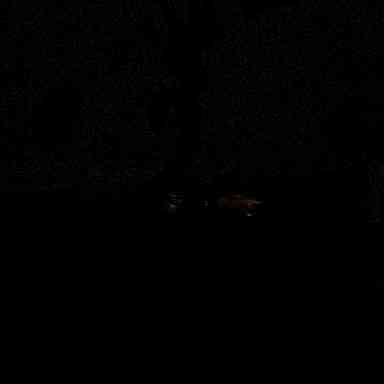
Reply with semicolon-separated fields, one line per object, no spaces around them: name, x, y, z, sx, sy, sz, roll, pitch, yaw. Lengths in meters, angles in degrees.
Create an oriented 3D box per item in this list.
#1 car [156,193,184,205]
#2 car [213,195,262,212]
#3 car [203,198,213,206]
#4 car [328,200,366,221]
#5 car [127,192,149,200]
car;-2.934;0.880;43.109;1.812;1.442;4.674;1;1;-36
car;4.624;1.061;32.505;1.882;1.535;5.008;1;0;-36
car;3.375;1.099;39.335;1.895;1.301;4.718;1;1;-36
car;11.776;1.280;22.480;1.882;1.535;5.008;1;1;-36
car;-9.302;0.666;57.054;2.033;1.411;5.357;1;1;-35
